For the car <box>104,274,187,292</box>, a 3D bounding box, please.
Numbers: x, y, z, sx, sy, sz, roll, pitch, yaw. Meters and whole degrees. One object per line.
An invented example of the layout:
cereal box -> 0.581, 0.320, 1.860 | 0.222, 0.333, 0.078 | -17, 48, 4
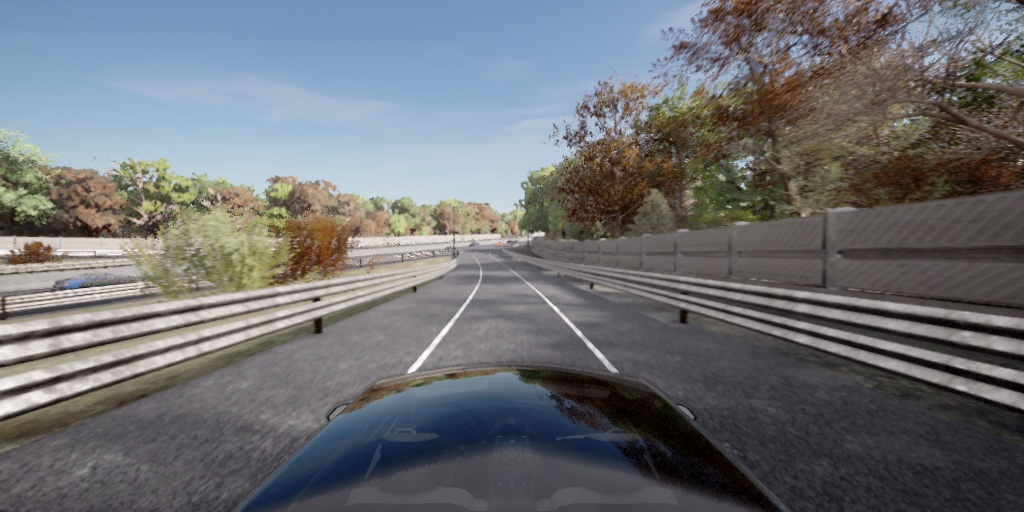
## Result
car -> -31.627, 2.308, 31.502 | 1.837, 1.490, 4.892 | 1, 4, 17

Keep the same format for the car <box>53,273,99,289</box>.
car -> -38.378, 2.259, 33.366 | 2.033, 1.411, 5.357 | 1, 4, 17

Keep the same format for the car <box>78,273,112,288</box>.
car -> -35.006, 2.357, 32.438 | 1.895, 1.301, 4.718 | 1, 4, 17

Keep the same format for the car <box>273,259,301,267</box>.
car -> -32.713, 0.887, 52.071 | 2.128, 1.511, 4.902 | 1, 4, 17
